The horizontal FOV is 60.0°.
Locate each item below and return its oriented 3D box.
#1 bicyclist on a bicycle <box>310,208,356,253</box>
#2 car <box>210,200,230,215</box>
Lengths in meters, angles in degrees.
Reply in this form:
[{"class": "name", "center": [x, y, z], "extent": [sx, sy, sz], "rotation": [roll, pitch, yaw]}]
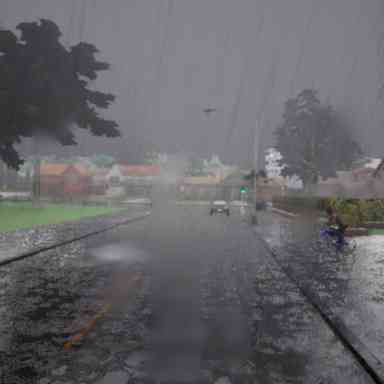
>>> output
[{"class": "bicyclist on a bicycle", "center": [5.233, 1.441, 12.312], "extent": [1.656, 1.620, 0.582], "rotation": [1, 0, 5]}, {"class": "car", "center": [2.795, 1.514, 33.490], "extent": [1.812, 1.442, 4.674], "rotation": [1, 0, 5]}]
